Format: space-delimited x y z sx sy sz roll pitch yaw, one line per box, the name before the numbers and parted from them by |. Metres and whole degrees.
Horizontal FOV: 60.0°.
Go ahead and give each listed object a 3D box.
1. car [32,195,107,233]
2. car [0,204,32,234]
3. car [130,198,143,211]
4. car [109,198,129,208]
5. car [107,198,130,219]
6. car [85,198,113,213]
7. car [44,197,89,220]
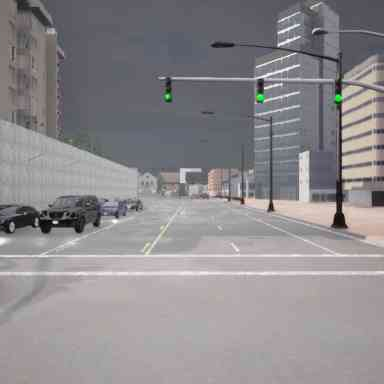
car | -7.109 1.221 20.056 2.150 2.045 5.566 0 0 0
car | -10.612 1.505 19.423 1.837 1.490 4.892 0 0 0
car | -7.115 1.491 40.039 2.128 1.511 4.902 0 0 0
car | -10.586 1.601 48.369 1.895 1.301 4.718 0 0 0
car | -7.117 1.526 29.696 1.812 1.442 4.674 0 0 0
car | -10.617 1.505 38.309 1.837 1.490 4.892 0 0 0
car | -10.617 1.352 28.491 2.097 1.767 4.553 0 0 0
